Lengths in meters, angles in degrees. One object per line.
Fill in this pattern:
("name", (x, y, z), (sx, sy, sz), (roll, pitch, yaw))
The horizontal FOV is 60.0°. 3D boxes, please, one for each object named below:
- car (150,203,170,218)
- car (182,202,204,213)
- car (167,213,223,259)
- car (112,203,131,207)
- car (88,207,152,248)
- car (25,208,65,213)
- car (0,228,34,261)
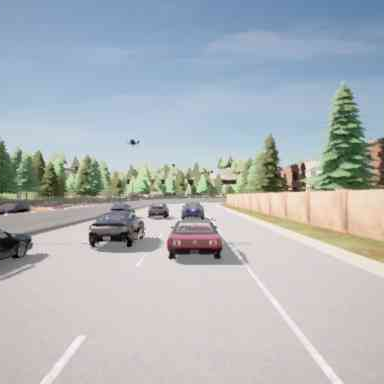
("car", (-3.417, 1.877, 34.642), (2.128, 1.511, 4.902), (0, -1, 0))
("car", (0.084, 1.708, 32.078), (2.097, 1.767, 4.553), (0, -1, 0))
("car", (0.094, 1.749, 13.266), (1.895, 1.301, 4.718), (0, -1, 0))
("car", (-6.915, 1.873, 33.075), (1.837, 1.490, 4.892), (0, 0, 0))
("car", (-3.408, 1.667, 15.712), (2.128, 1.511, 4.902), (0, -1, 0))
("car", (-14.107, 1.713, 32.519), (2.097, 1.767, 4.553), (0, -1, 0))
("car", (-6.908, 1.661, 10.121), (2.033, 1.411, 5.357), (0, -1, 0))
